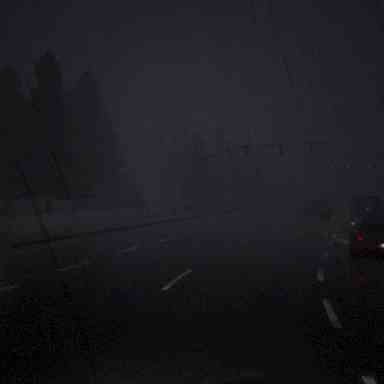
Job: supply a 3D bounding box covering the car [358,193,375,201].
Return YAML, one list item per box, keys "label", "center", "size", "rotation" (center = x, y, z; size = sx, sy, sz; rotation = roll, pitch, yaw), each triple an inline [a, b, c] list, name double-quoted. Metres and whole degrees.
- label: "car"
  center: [43.506, 1.183, 82.833]
  size: [5.566, 2.045, 2.150]
  rotation: [0, 0, -45]

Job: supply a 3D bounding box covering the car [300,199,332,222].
- label: "car"
  center: [10.029, 1.364, 26.676]
  size: [2.097, 1.767, 4.553]
  rotation: [0, 0, 26]

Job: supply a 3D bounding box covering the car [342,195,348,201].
- label: "car"
  center: [41.121, 1.506, 85.403]
  size: [4.674, 1.442, 1.812]
  rotation: [0, 0, -45]

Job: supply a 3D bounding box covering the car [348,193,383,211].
- label: "car"
  center: [13.202, 1.256, 25.197]
  size: [2.150, 2.045, 5.566]
  rotation: [0, 0, 26]

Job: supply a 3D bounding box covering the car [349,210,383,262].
- label: "car"
  center: [6.619, 1.570, 11.685]
  size: [1.994, 1.385, 4.181]
  rotation: [0, 0, 26]
